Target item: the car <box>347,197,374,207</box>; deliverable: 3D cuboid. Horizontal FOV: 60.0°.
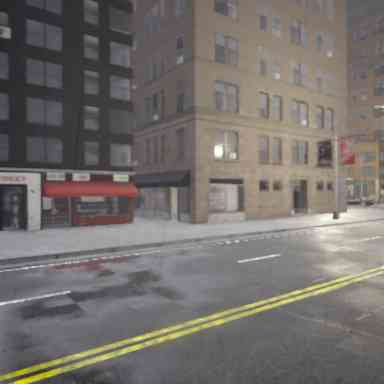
[{"bbox_3d":[23.814,1.386,47.877,1.947,1.339,4.313,0,0,-35],"label":"car"}]
